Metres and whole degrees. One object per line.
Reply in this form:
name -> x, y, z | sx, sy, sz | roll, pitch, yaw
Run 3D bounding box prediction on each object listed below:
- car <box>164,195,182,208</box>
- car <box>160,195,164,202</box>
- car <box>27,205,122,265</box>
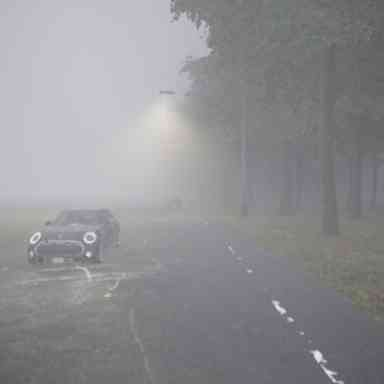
car -> -2.431, 1.366, 44.089 | 1.837, 1.490, 4.892 | 0, 0, -6
car -> -5.016, 1.226, 63.384 | 2.033, 1.411, 5.357 | 0, 1, -9
car -> -3.834, 1.327, 11.594 | 2.097, 1.767, 4.553 | 0, 0, -2
